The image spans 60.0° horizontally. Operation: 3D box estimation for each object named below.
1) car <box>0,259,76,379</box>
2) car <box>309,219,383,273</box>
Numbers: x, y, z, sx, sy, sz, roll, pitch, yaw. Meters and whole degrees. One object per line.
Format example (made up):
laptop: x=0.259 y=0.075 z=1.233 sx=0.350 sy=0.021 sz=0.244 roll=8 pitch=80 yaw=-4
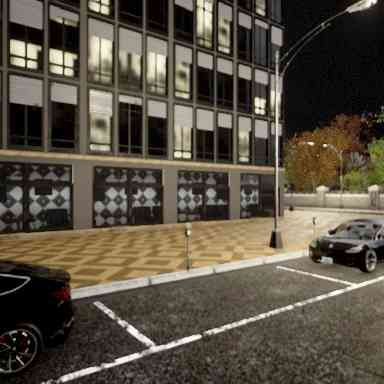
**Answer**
car: x=-3.641 y=1.567 z=3.960 sx=4.313 sy=1.339 sz=1.947 roll=0 pitch=0 yaw=-36
car: x=5.589 y=1.551 z=10.645 sx=4.313 sy=1.339 sz=1.947 roll=0 pitch=0 yaw=-36
